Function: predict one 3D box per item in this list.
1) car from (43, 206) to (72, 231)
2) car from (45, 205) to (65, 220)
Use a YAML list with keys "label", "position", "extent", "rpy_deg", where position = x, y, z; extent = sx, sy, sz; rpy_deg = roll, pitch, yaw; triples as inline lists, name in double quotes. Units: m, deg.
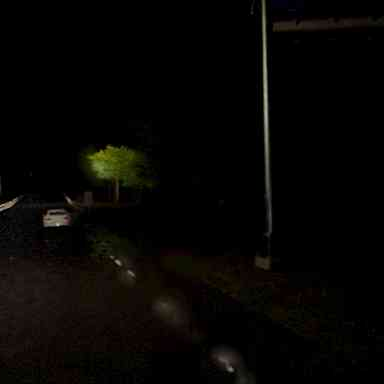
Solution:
- label: "car"
  position: [-9.963, 2.003, 24.623]
  extent: [1.812, 1.442, 4.674]
  rpy_deg: [-1, -1, -23]
- label: "car"
  position: [-15.944, 2.337, 38.658]
  extent: [1.994, 1.385, 4.181]
  rpy_deg: [-1, -1, -23]
